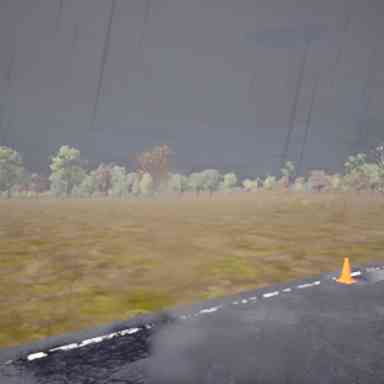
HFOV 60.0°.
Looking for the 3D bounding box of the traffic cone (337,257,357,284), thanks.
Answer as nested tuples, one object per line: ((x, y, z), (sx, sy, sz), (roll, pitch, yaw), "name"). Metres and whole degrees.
((3.839, 1.922, 8.260), (0.340, 0.580, 0.340), (0, 0, -33), "traffic cone")
